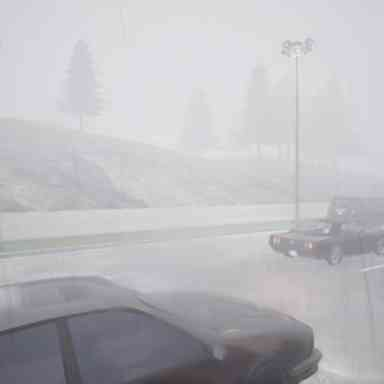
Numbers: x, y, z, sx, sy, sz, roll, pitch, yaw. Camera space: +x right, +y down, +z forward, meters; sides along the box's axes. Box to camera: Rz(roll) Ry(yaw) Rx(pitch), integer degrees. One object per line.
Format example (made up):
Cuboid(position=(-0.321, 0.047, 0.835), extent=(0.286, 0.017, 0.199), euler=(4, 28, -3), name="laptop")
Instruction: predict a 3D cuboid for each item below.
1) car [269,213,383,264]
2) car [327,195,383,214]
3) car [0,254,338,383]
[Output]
Cuboid(position=(4.941, 1.601, 11.572), extent=(4.718, 1.301, 1.895), euler=(0, 0, -36), name="car")
Cuboid(position=(10.269, 1.223, 19.661), extent=(5.566, 2.045, 2.150), euler=(0, 0, -35), name="car")
Cuboid(position=(-1.139, 1.547, 2.934), extent=(5.357, 1.411, 2.033), euler=(0, 0, -36), name="car")
